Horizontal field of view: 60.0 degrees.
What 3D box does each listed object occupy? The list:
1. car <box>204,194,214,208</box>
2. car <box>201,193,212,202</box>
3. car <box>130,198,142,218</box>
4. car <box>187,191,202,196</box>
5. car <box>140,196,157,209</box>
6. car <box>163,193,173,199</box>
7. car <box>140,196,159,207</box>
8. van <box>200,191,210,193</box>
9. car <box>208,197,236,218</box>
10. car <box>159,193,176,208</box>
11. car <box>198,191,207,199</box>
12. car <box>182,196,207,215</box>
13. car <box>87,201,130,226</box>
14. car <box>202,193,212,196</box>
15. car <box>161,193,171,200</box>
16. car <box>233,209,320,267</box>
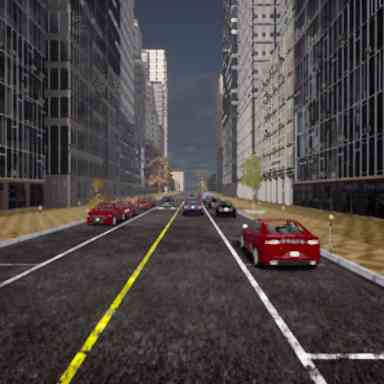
[{"bbox_3d":[2.682,1.305,39.403,1.947,1.339,4.313,0,0,0],"label":"car"},{"bbox_3d":[2.677,1.014,62.171,1.967,1.590,4.097,0,0,0],"label":"car"},{"bbox_3d":[-5.696,1.401,28.025,1.802,1.307,4.206,0,0,0],"label":"car"},{"bbox_3d":[0.006,1.111,47.900,2.033,1.649,4.856,0,1,0],"label":"car"},{"bbox_3d":[-5.698,1.284,39.409,1.887,1.381,4.507,0,0,0],"label":"car"},{"bbox_3d":[-5.709,0.991,79.257,2.008,1.369,4.403,0,0,0],"label":"car"},{"bbox_3d":[-5.700,1.265,45.101,1.947,1.339,4.313,0,0,0],"label":"car"},{"bbox_3d":[2.678,0.957,56.479,1.690,1.788,3.998,0,0,0],"label":"van"},{"bbox_3d":[2.685,1.384,28.019,1.947,1.339,4.313,0,0,0],"label":"car"},{"bbox_3d":[-3.100,1.218,43.007,1.837,1.490,4.892,0,1,0],"label":"car"},{"bbox_3d":[2.672,0.710,84.938,2.192,1.841,5.009,0,0,0],"label":"car"},{"bbox_3d":[0.088,1.345,31.000,2.033,1.411,5.357,0,0,0],"label":"car"},{"bbox_3d":[-5.694,1.402,22.331,1.887,1.381,4.507,0,0,0],"label":"car"},{"bbox_3d":[2.679,1.224,50.787,1.947,1.339,4.313,0,0,0],"label":"car"},{"bbox_3d":[-5.707,1.012,73.393,1.752,1.417,4.829,0,0,0],"label":"car"},{"bbox_3d":[2.689,1.476,10.942,1.887,1.381,4.507,0,0,0],"label":"car"}]
